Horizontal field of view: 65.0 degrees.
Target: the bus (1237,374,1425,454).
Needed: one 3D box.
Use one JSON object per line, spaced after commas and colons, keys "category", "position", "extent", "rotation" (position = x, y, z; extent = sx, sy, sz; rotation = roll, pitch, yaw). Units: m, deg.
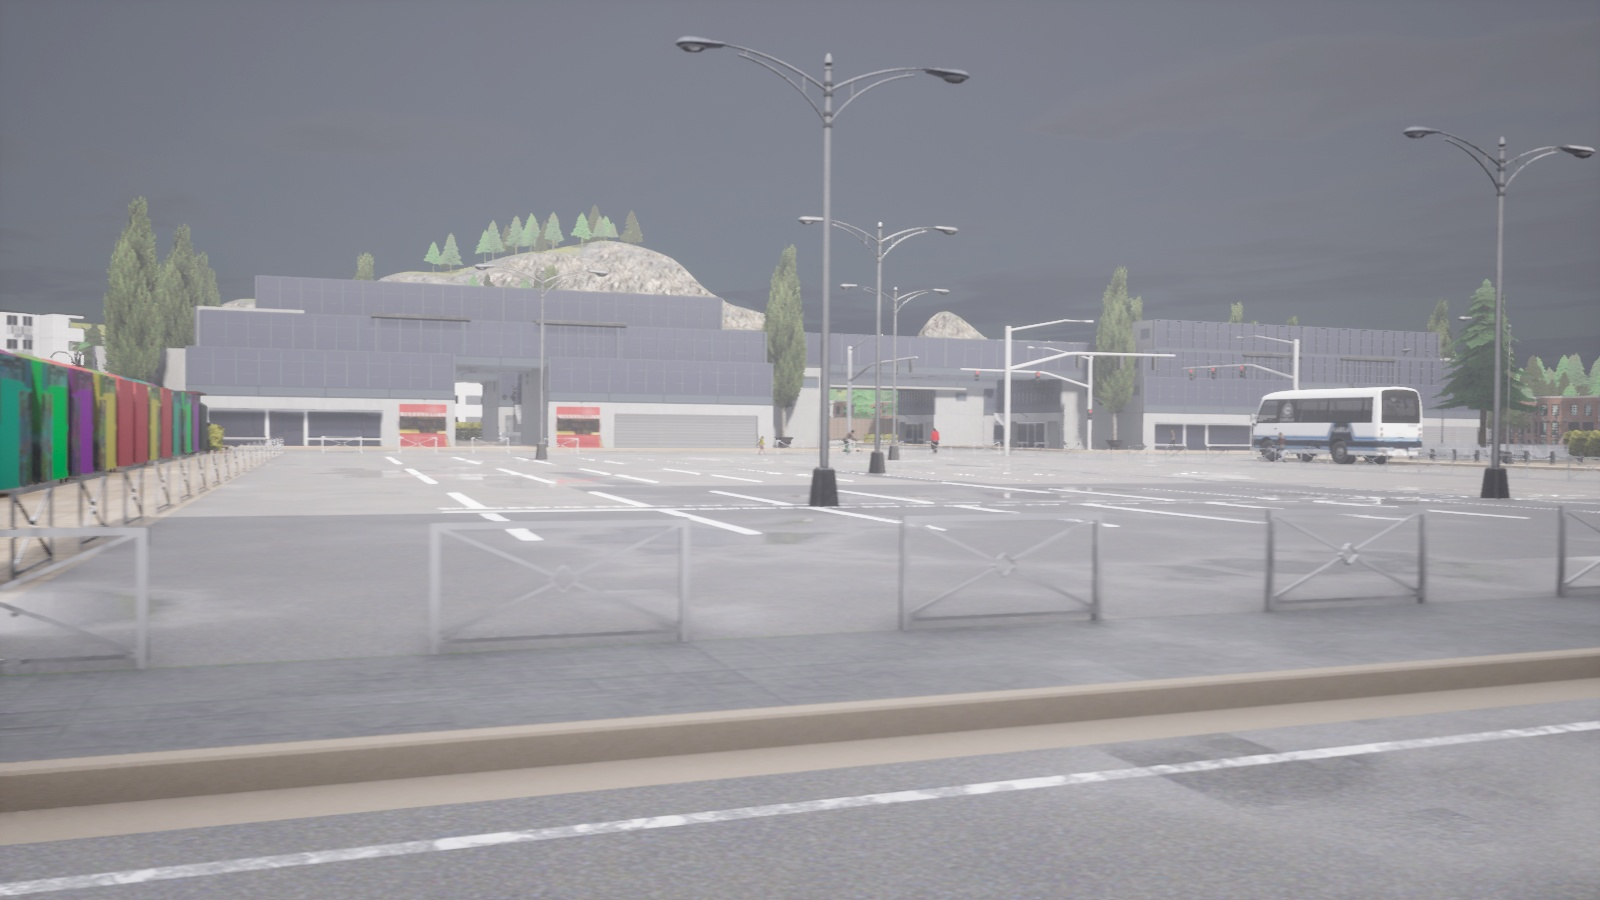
{"category": "bus", "position": [30.310, -2.029, 72.419], "extent": [3.944, 4.253, 10.273], "rotation": [-1, 1, -21]}
